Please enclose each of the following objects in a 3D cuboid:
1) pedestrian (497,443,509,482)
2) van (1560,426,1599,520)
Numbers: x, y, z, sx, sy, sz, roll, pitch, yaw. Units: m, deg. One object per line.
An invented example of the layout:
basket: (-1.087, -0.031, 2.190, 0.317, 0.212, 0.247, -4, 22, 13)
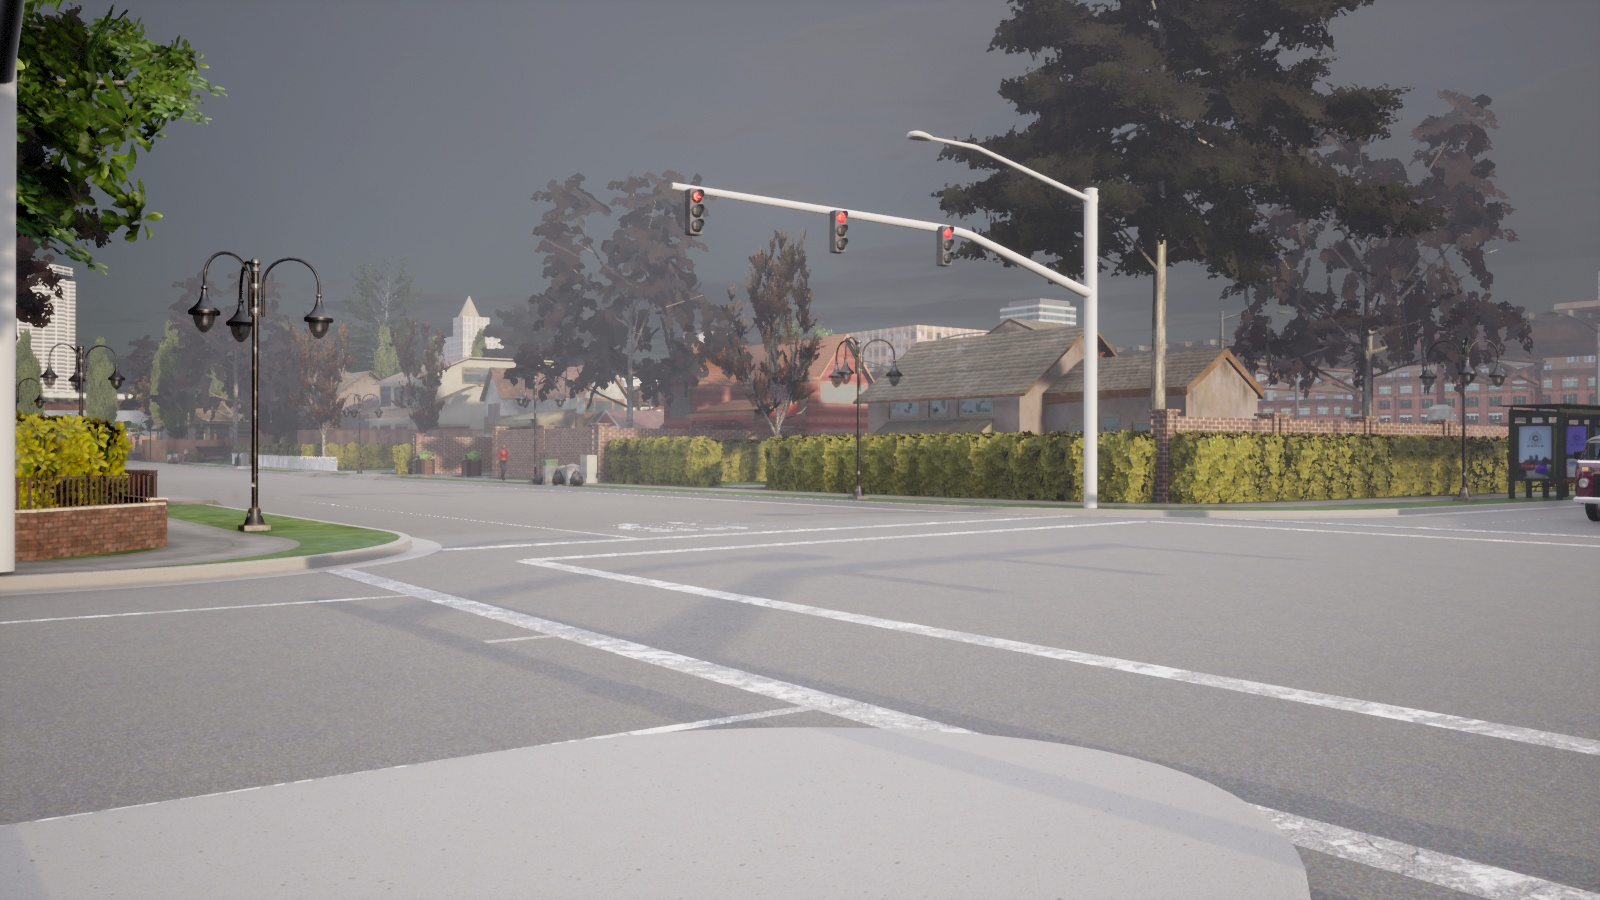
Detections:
pedestrian: (-14.178, 0.586, 59.973, 0.331, 1.846, 0.636, 0, 0, -36)
van: (19.198, 0.497, 28.227, 4.480, 2.038, 2.069, 0, 0, -37)
